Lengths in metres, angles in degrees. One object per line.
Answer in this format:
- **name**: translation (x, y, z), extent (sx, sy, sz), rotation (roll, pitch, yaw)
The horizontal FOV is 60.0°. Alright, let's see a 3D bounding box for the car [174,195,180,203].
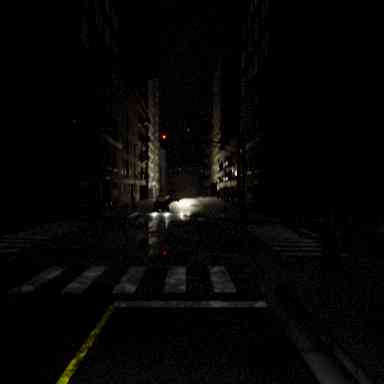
- **car**: translation (-3.237, 1.242, 60.795), extent (1.994, 1.385, 4.181), rotation (0, 1, 0)

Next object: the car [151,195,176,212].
- **car**: translation (-3.142, 1.367, 35.199), extent (2.033, 1.411, 5.357), rotation (0, 1, 0)
